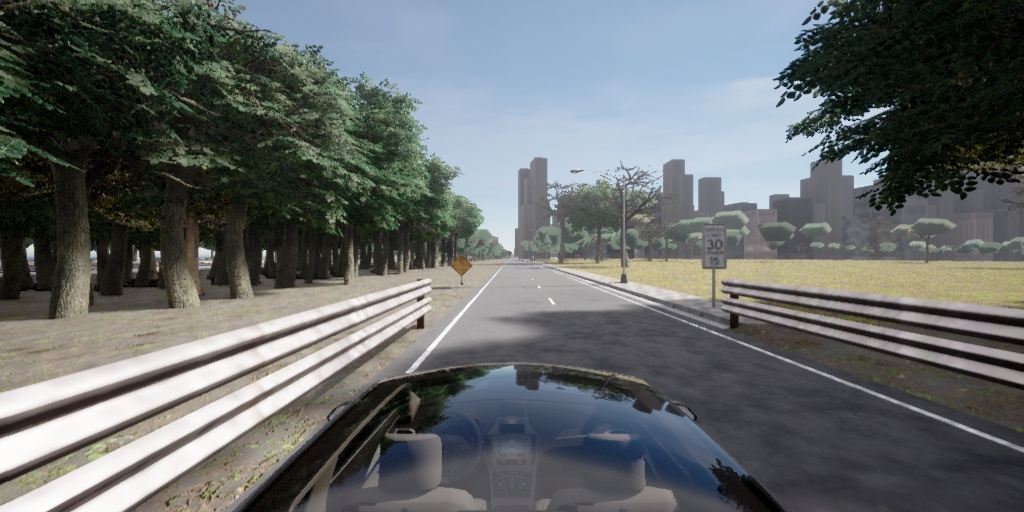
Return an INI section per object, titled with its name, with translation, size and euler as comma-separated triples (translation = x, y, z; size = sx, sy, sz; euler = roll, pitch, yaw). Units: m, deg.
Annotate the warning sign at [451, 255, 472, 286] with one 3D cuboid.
[warning sign]
translation = -3.050, 0.862, 21.749
size = 1.300, 1.860, 1.060
euler = 0, 0, 0
